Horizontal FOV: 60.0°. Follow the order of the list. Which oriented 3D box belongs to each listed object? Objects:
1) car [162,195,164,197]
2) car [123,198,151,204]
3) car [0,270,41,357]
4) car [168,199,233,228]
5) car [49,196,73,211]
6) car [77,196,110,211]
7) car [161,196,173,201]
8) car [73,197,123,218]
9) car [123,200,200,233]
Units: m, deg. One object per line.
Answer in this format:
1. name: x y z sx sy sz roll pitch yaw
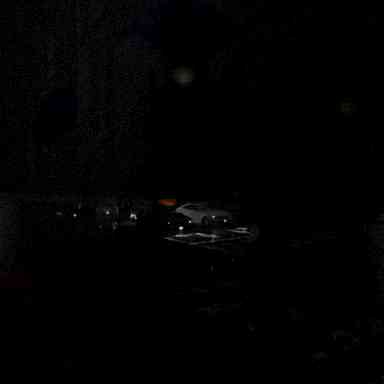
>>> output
1. car: -3.709 1.134 39.148 1.882 1.535 5.008 -1 1 -36
2. car: -5.365 1.298 29.980 2.128 1.511 4.902 -1 1 -36
3. car: -4.152 1.545 3.690 4.507 1.381 1.887 0 -1 -36
4. car: 0.609 1.415 21.709 1.812 1.442 4.674 -1 1 -36
5. car: -14.636 1.239 37.329 1.882 1.535 5.008 -1 1 -36
6. car: -11.449 1.270 38.466 2.033 1.411 5.357 -1 1 -35
7. car: -0.226 1.336 28.742 2.033 1.411 5.357 -1 1 -36
8. car: -8.086 1.344 28.201 2.128 1.511 4.902 -1 1 -36
9. car: -1.978 1.484 19.747 2.033 1.411 5.357 -1 1 -32
